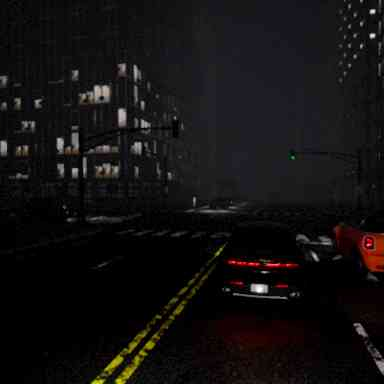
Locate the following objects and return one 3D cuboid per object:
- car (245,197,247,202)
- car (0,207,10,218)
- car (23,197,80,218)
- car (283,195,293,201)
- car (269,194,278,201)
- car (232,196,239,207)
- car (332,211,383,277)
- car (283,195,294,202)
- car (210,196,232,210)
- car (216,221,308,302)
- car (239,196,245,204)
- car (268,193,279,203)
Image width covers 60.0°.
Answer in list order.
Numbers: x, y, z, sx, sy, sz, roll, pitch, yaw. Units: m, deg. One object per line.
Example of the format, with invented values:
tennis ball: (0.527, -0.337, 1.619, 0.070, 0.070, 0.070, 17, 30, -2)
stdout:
car: (10.570, 1.488, 70.506, 1.994, 1.385, 4.181, 0, 0, 14)
car: (-16.978, 1.434, 27.014, 4.313, 1.339, 1.947, 1, 1, 15)
car: (-11.986, 1.215, 28.491, 4.553, 1.767, 2.097, 1, 1, 14)
car: (23.011, 1.439, 80.113, 2.128, 1.511, 4.902, 0, 0, 14)
car: (19.733, 1.226, 80.405, 1.882, 1.535, 5.008, 0, 0, 14)
car: (5.818, 1.465, 51.819, 1.837, 1.490, 4.892, 0, 0, 14)
car: (5.686, 1.344, 10.109, 2.097, 1.767, 4.553, 0, 0, 14)
car: (20.714, 1.454, 70.826, 1.812, 1.442, 4.674, 0, 0, 14)
car: (3.582, 1.497, 42.824, 1.812, 1.442, 4.674, 0, 0, 14)
car: (1.812, 1.501, 8.412, 1.837, 1.490, 4.892, 0, 0, 14)
car: (8.088, 1.475, 60.831, 1.812, 1.442, 4.674, 0, 0, 14)
car: (17.224, 1.149, 70.325, 2.150, 2.045, 5.566, 0, 0, 14)
